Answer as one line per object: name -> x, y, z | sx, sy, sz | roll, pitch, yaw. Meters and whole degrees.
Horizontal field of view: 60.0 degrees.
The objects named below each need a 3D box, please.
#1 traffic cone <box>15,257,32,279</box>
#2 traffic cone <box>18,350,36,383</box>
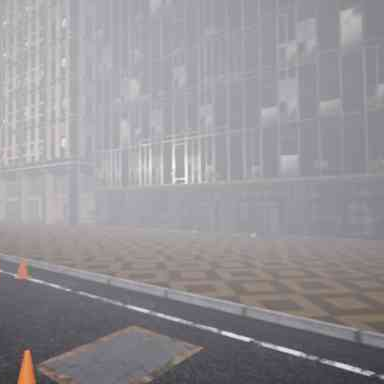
traffic cone -> -4.875, 2.168, 9.610 | 0.340, 0.580, 0.340 | -1, -2, 36
traffic cone -> -1.810, 2.039, 3.644 | 0.340, 0.580, 0.340 | -1, -2, 36
